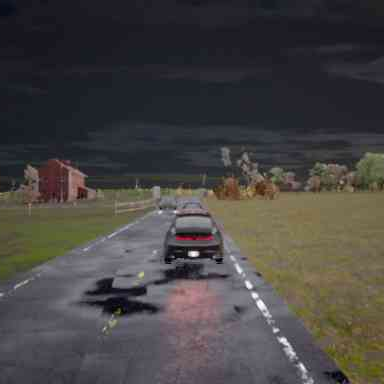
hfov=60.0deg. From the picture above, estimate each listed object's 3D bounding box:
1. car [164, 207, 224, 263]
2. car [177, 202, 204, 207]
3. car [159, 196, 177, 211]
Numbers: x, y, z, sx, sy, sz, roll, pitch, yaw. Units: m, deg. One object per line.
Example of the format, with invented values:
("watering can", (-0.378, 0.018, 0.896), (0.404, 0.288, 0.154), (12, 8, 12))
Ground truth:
("car", (0.063, 1.495, 11.859), (1.837, 1.490, 4.892), (0, 0, 0))
("car", (0.057, 1.541, 27.021), (1.994, 1.385, 4.181), (0, 0, 0))
("car", (-2.835, 1.319, 40.484), (2.097, 1.767, 4.553), (0, 0, 0))
